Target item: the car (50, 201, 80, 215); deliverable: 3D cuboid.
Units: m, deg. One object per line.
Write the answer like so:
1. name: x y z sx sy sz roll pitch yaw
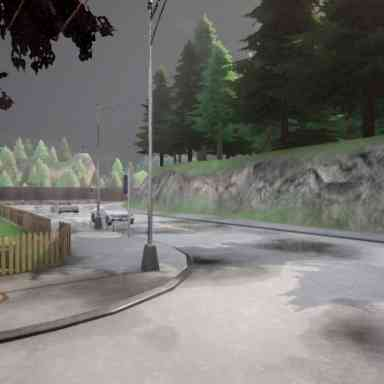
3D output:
1. car: -13.151 1.600 34.346 1.895 1.301 4.718 0 0 -35

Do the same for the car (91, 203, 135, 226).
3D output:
1. car: -5.809 1.525 23.946 1.812 1.442 4.674 0 0 -35
